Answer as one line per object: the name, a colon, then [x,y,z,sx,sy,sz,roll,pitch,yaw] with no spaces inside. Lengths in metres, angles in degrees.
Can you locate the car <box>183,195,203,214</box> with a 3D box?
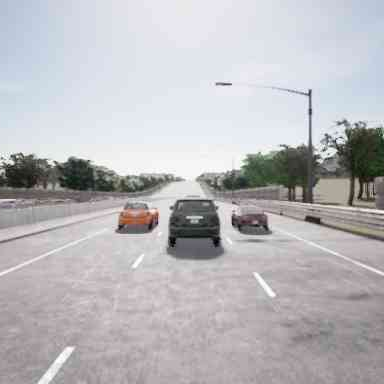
car: [0.102,1.318,37.237,2.150,2.045,5.566,0,0,0]

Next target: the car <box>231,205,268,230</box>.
car: [3.601,1.565,21.213,1.812,1.442,4.674,0,0,0]

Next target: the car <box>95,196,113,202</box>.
car: [-17.496,1.690,67.568,2.097,1.767,4.553,0,-1,0]

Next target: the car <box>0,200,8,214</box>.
car: [-21.089,1.574,33.657,2.128,1.511,4.902,0,0,0]

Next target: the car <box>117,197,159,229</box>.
car: [-3.399,1.394,21.929,2.097,1.767,4.553,0,0,0]

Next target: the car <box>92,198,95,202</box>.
car: [-20.995,1.895,74.491,1.882,1.535,5.008,0,-1,0]

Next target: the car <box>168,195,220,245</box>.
car: [0.102,1.244,15.674,2.150,2.045,5.566,0,0,0]

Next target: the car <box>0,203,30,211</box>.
car: [-14.097,1.600,25.769,2.033,1.411,5.357,0,0,0]
